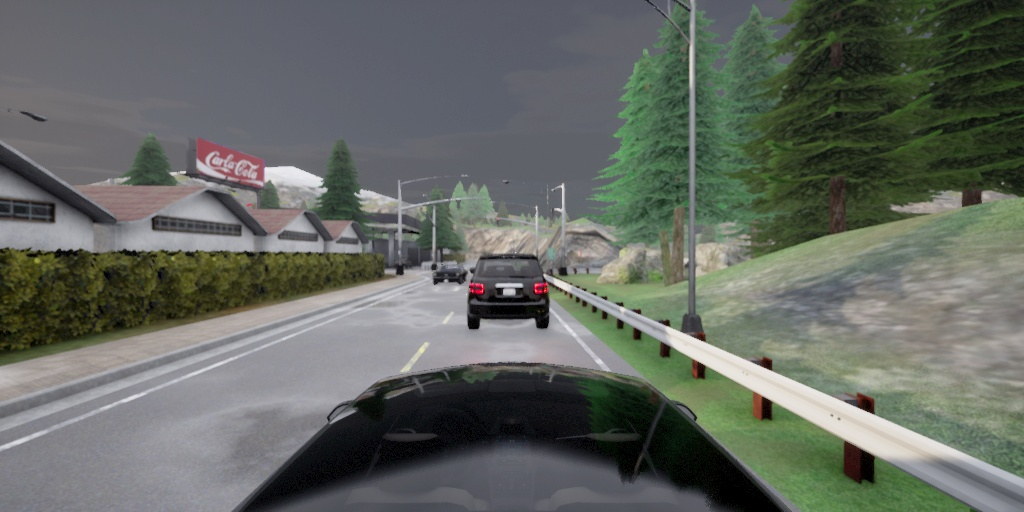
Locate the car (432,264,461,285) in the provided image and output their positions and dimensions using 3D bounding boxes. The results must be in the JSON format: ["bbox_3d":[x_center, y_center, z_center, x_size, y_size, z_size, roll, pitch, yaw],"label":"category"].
[{"bbox_3d":[-4.249,1.267,25.059,1.895,1.301,4.718,0,0,-1],"label":"car"}]

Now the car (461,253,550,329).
[{"bbox_3d":[-0.158,0.938,11.212,2.150,2.045,5.566,0,0,-2],"label":"car"}]
